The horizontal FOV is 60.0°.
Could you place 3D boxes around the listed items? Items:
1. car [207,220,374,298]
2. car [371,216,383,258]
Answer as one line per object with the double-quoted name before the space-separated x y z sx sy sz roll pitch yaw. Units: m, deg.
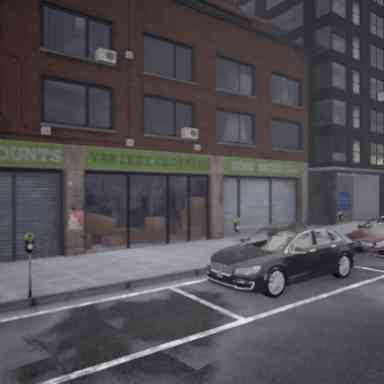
"car" 2.370 1.516 8.336 4.403 1.369 2.008 0 0 -35
"car" 6.890 1.514 11.560 4.206 1.307 1.802 0 0 -35
